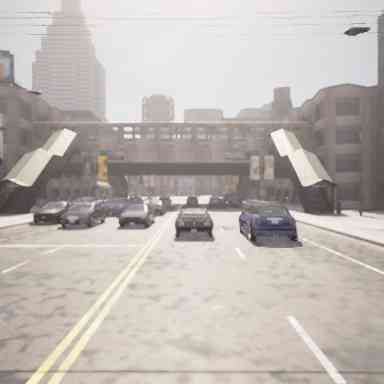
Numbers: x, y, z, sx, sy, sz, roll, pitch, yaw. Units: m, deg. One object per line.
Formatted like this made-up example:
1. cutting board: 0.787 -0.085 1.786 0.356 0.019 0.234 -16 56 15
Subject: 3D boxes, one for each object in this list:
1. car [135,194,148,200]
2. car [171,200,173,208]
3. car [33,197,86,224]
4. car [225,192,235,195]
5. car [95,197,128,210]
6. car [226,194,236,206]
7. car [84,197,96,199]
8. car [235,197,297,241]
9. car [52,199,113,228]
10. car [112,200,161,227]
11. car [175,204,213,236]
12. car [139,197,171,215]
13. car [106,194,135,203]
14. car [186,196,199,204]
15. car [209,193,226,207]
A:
1. car: -7.032 1.378 41.440 1.882 1.535 5.008 0 0 1
2. car: -3.523 1.400 42.888 1.837 1.490 4.892 0 0 1
3. car: -9.896 1.420 24.628 2.097 1.535 5.008 0 0 0
4. car: 6.691 1.082 60.450 2.435 2.045 5.566 0 0 0
5. car: -9.997 1.380 41.829 2.231 1.521 4.892 0 0 10
6. car: 6.735 1.466 53.055 1.895 1.301 4.718 0 0 0
7. car: -10.034 1.280 31.053 2.185 1.767 4.553 0 0 0
8. car: 3.603 1.311 16.561 2.097 1.767 4.553 0 0 0
9. car: -7.062 1.438 22.090 2.128 1.511 4.902 0 0 0
10. car: -3.556 1.493 22.467 2.033 1.411 5.357 0 0 0
11. car: 0.104 1.557 18.173 1.895 1.301 4.718 0 0 0
12. car: -3.537 1.469 32.541 2.033 1.411 5.357 0 0 1
13. car: -7.046 1.277 31.207 2.097 1.767 4.553 0 0 0
14. car: 0.052 1.383 50.152 1.837 1.490 4.892 0 0 1
15. car: 3.552 1.370 50.149 2.128 1.511 4.902 0 0 1
